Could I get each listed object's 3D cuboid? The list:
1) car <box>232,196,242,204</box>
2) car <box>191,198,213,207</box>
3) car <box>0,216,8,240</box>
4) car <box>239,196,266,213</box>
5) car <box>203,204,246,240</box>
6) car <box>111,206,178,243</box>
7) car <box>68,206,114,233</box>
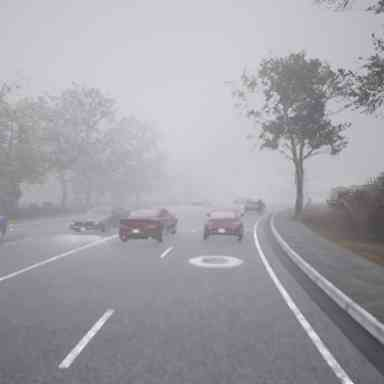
[{"bbox_3d":[8.624,1.421,58.255,2.097,1.767,4.553,0,0,28],"label":"car"},{"bbox_3d":[1.681,1.573,52.251,2.033,1.411,5.357,0,0,25],"label":"car"},{"bbox_3d":[-9.625,1.446,13.272,1.882,1.535,5.008,0,0,7],"label":"car"},{"bbox_3d":[7.219,1.553,37.779,2.128,1.511,4.902,0,0,20],"label":"car"},{"bbox_3d":[1.693,1.546,17.088,1.812,1.442,4.674,0,0,9],"label":"car"},{"bbox_3d":[-1.980,1.480,16.286,1.882,1.535,5.008,0,0,8],"label":"car"},{"bbox_3d":[-5.181,1.537,19.815,2.033,1.411,5.357,0,0,10],"label":"car"}]
